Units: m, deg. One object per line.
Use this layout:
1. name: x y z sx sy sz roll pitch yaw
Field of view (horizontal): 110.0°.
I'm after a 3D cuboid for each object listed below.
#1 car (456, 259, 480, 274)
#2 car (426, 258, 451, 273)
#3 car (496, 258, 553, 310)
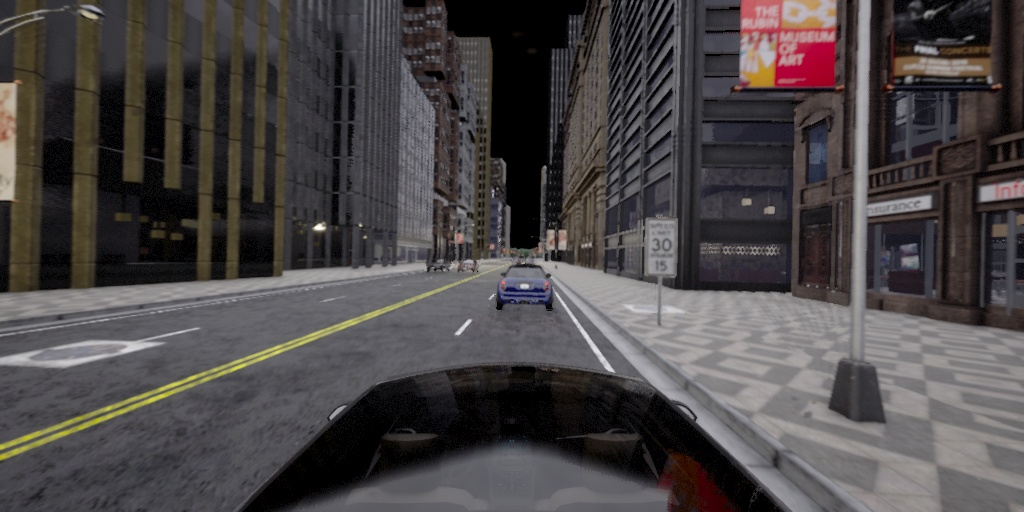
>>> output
1. car: -4.743 1.067 39.280 1.812 1.442 4.674 1 0 3
2. car: -7.987 0.968 39.440 1.837 1.490 4.892 1 0 3
3. car: 0.561 1.110 14.926 2.097 1.767 4.553 1 0 3
